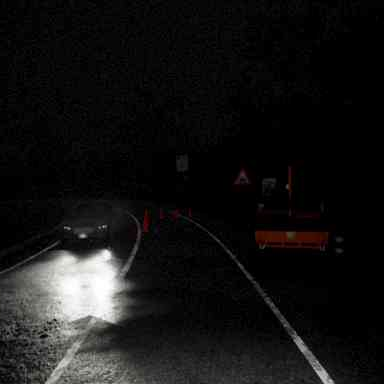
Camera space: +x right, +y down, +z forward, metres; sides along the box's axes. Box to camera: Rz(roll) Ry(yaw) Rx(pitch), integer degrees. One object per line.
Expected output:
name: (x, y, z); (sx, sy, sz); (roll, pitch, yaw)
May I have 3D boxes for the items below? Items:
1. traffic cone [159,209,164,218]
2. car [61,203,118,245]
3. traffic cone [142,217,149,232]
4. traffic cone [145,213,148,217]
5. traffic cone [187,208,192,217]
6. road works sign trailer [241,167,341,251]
traffic cone: (-2.072, 1.457, 22.520); (0.340, 0.580, 0.340); (-1, 2, -6)
car: (-4.295, 1.268, 14.482); (2.128, 1.511, 4.902); (-1, 1, -8)
traffic cone: (-2.314, 1.652, 16.456); (0.340, 0.580, 0.340); (-1, 2, -7)
traffic cone: (-2.563, 1.596, 18.438); (0.340, 0.580, 0.340); (-1, 2, -7)
traffic cone: (-0.150, 1.407, 22.840); (0.340, 0.580, 0.340); (-1, 2, -2)
road works sign trailer: (2.903, 0.638, 9.863); (2.380, 2.880, 3.560); (-1, 2, 17)
